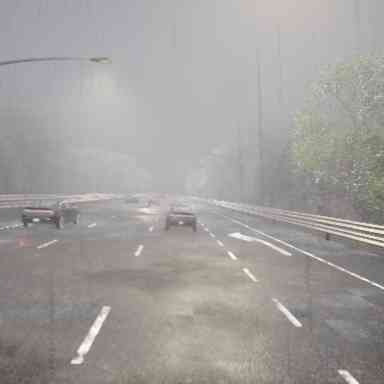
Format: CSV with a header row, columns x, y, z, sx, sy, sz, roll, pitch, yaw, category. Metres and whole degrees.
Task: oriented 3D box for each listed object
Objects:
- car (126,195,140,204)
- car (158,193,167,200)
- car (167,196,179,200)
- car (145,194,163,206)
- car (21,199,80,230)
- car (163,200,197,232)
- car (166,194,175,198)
x,y,z,sx,sy,sz,roll,pitch,yaw,category
-9.902,1.245,55.951,2.128,1.511,4.902,4,0,-4,car
-8.743,1.351,93.824,2.150,2.045,5.566,4,0,-4,car
-2.926,1.784,56.276,1.895,1.301,4.718,4,0,-4,car
-6.413,1.516,56.080,2.033,1.411,5.357,4,0,-4,car
-7.553,1.124,18.226,2.128,1.511,4.902,4,0,-4,car
-0.742,1.559,21.231,2.128,1.511,4.902,4,0,-4,car
-4.133,1.619,75.877,2.097,1.767,4.553,4,0,-4,car
